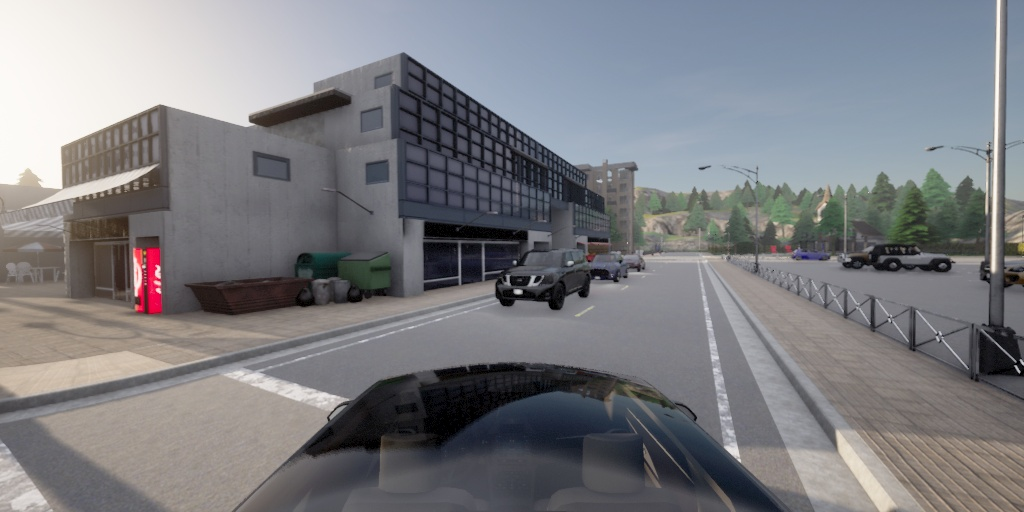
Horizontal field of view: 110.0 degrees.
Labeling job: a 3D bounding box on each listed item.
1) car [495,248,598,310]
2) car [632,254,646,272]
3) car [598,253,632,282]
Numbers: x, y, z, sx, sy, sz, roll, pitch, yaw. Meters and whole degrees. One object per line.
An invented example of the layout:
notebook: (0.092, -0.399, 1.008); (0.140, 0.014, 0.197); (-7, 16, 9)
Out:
car: (1.448, 0.728, 13.875); (2.150, 2.045, 5.566); (0, 1, 27)
car: (10.605, 0.558, 31.733); (1.812, 1.442, 4.674); (0, 1, 27)
car: (5.934, 0.626, 22.629); (2.097, 1.767, 4.553); (0, 1, 27)
